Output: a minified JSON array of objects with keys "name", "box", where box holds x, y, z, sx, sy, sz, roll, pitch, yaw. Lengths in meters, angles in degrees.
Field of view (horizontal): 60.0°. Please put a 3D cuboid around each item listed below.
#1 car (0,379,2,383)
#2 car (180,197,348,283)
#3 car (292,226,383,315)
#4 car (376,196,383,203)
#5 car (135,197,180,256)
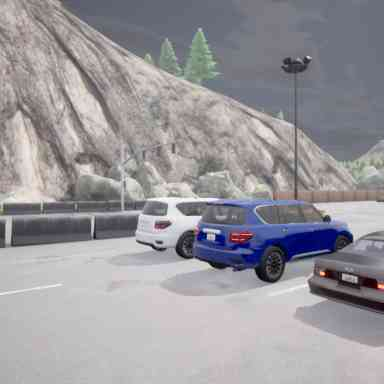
[{"name":"car","box":[-3.310,1.349,1.380,4.553,1.767,2.097,0,0,-36]},{"name":"car","box":[2.595,1.221,9.946,5.566,2.045,2.150,0,0,-38]},{"name":"car","box":[4.783,1.547,7.236,5.357,1.411,2.033,0,0,-36]},{"name":"car","box":[34.706,1.350,59.403,4.181,1.385,1.994,0,0,-36]},{"name":"car","box":[0.572,1.221,12.824,5.566,2.045,2.150,0,0,-36]}]
